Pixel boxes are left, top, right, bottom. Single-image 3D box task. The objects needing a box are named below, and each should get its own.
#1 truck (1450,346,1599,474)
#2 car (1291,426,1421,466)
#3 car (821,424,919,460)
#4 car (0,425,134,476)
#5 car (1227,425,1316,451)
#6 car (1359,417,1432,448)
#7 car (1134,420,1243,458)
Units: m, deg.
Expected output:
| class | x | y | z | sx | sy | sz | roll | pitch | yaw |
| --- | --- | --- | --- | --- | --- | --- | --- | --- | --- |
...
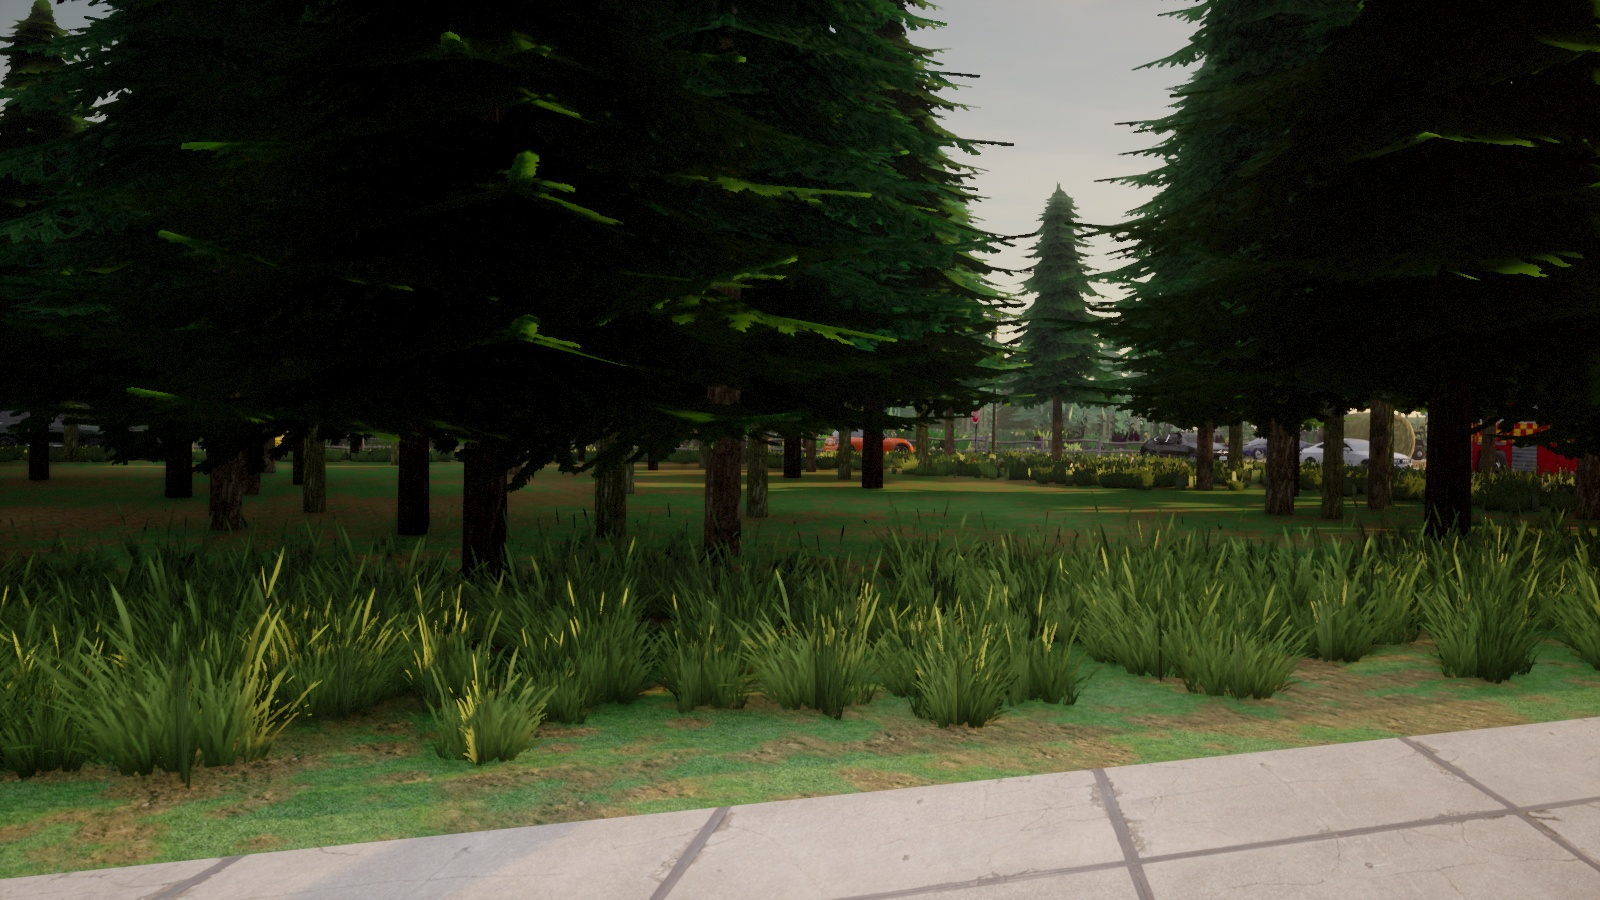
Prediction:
| class | x | y | z | sx | sy | sz | roll | pitch | yaw |
| --- | --- | --- | --- | --- | --- | --- | --- | --- | --- |
| truck | 24.896 | -1.245 | 39.123 | 2.891 | 3.827 | 8.468 | -1 | 1 | -21 |
| car | 21.358 | -0.168 | 48.465 | 1.812 | 1.442 | 4.674 | -1 | 1 | -21 |
| car | 3.577 | -0.440 | 64.520 | 4.553 | 1.767 | 2.097 | -1 | 1 | -18 |
| car | -31.102 | 0.001 | 52.379 | 5.566 | 2.045 | 2.150 | -1 | 1 | -20 |
| car | 28.677 | -0.762 | 76.392 | 4.792 | 1.488 | 2.163 | -1 | 1 | -18 |
| car | 37.596 | -1.110 | 79.296 | 3.866 | 1.878 | 1.905 | -1 | 1 | -18 |
| car | 17.767 | -0.527 | 57.735 | 2.152 | 1.651 | 5.027 | -1 | 1 | -21 |
